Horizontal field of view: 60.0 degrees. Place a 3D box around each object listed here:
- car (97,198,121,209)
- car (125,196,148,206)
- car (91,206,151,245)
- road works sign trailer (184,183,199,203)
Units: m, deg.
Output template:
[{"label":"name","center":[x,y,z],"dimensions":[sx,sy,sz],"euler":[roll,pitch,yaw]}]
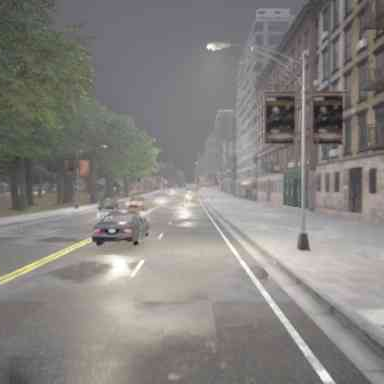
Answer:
[{"label":"car","center":[-9.817,1.465,39.635],"dimensions":[1.837,1.490,4.892],"euler":[0,0,0]},{"label":"car","center":[-6.568,1.310,39.589],"dimensions":[2.097,1.767,4.553],"euler":[0,1,0]},{"label":"car","center":[-3.147,1.584,15.593],"dimensions":[2.033,1.411,5.357],"euler":[0,0,0]},{"label":"road works sign trailer","center":[0.009,0.167,57.704],"dimensions":[2.380,3.560,2.880],"euler":[0,1,0]}]
